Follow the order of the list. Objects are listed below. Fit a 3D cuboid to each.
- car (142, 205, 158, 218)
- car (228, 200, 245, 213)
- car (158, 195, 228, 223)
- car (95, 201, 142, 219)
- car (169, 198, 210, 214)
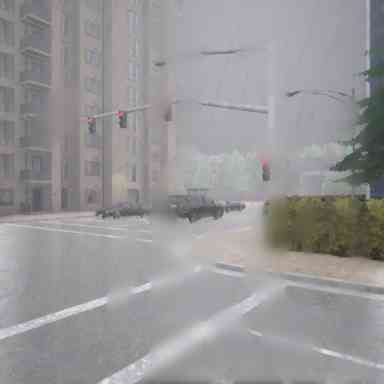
[{"bbox_3d":[-1.579,1.547,29.389,2.033,1.411,5.357,0,0,36],"label":"car"},{"bbox_3d":[4.076,1.601,37.132,1.895,1.301,4.718,0,0,36],"label":"car"},{"bbox_3d":[0.246,1.221,25.611,2.150,2.045,5.566,0,0,36],"label":"car"},{"bbox_3d":[-5.915,1.547,29.383,2.033,1.411,5.357,0,0,36],"label":"car"},{"bbox_3d":[-0.223,1.491,37.181,2.128,1.511,4.902,0,0,36],"label":"car"}]
